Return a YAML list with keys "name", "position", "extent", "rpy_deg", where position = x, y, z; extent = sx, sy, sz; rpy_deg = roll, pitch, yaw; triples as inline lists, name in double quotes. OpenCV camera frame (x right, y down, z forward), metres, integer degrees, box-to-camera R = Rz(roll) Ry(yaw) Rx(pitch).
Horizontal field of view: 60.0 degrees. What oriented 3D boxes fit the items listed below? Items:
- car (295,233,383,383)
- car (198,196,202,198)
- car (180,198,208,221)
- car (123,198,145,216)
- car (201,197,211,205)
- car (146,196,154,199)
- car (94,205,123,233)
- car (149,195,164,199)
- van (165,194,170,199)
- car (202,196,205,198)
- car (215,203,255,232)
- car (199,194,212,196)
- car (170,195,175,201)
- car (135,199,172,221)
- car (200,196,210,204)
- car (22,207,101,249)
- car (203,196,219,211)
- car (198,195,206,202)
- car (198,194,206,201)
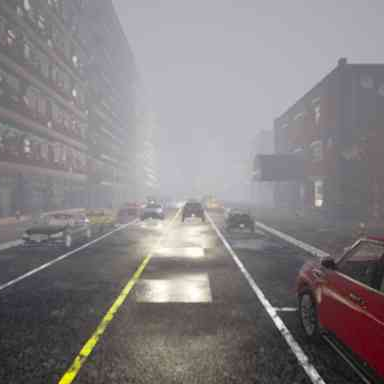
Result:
- name: "car"
  position: [2.693, 1.319, 3.428]
  extent: [2.192, 1.841, 5.009]
  rpy_deg: [0, 0, 0]
- name: "car"
  position: [0.086, 1.600, 45.642]
  extent: [1.812, 1.442, 4.674]
  rpy_deg: [0, 0, 0]
- name: "car"
  position: [0.091, 1.544, 27.889]
  extent: [1.837, 1.490, 4.892]
  rpy_deg: [0, 0, 0]
- name: "car"
  position: [-5.698, 1.590, 31.121]
  extent: [1.887, 1.381, 4.507]
  rpy_deg: [0, 0, 0]
- name: "car"
  position: [2.672, 1.647, 64.529]
  extent: [1.752, 1.417, 4.829]
  rpy_deg: [0, 0, 0]
- name: "car"
  position: [-5.699, 1.496, 36.659]
  extent: [1.967, 1.590, 4.097]
  rpy_deg: [0, 0, 0]
- name: "car"
  position: [-5.694, 1.551, 19.872]
  extent: [1.752, 1.417, 4.829]
  rpy_deg: [0, 0, 0]
- name: "car"
  position: [-5.703, 1.394, 47.739]
  extent: [2.192, 1.841, 5.009]
  rpy_deg: [0, 0, 0]
- name: "van"
  position: [-5.708, 1.462, 64.356]
  extent: [1.690, 1.788, 3.998]
  rpy_deg: [0, 0, 0]
- name: "car"
  position: [2.677, 1.630, 47.741]
  extent: [2.008, 1.369, 4.403]
  rpy_deg: [0, 0, 0]
- name: "car"
  position: [2.686, 1.577, 20.045]
  extent: [2.008, 1.369, 4.403]
  rpy_deg: [0, 0, 0]
- name: "car"
  position: [2.675, 1.421, 58.820]
  extent: [2.192, 1.841, 5.009]
  rpy_deg: [0, 0, 0]
- name: "car"
  position: [-5.712, 1.470, 75.435]
  extent: [2.192, 1.841, 5.009]
  rpy_deg: [0, 0, 0]
- name: "car"
  position: [-3.051, 1.587, 27.450]
  extent: [2.033, 1.411, 5.357]
  rpy_deg: [0, 0, 1]
- name: "car"
  position: [2.670, 1.578, 69.898]
  extent: [1.967, 1.590, 4.097]
  rpy_deg: [0, 0, 0]
- name: "car"
  position: [-5.693, 1.569, 14.503]
  extent: [2.008, 1.369, 4.403]
  rpy_deg: [0, 0, 0]
- name: "car"
  position: [2.679, 1.593, 42.372]
  extent: [1.752, 1.417, 4.829]
  rpy_deg: [0, 0, 0]
- name: "car"
  position: [2.665, 1.631, 86.517]
  extent: [1.967, 1.590, 4.097]
  rpy_deg: [0, 0, 0]
- name: "car"
  position: [2.664, 1.523, 92.057]
  extent: [2.192, 1.841, 5.009]
  rpy_deg: [0, 0, 0]
